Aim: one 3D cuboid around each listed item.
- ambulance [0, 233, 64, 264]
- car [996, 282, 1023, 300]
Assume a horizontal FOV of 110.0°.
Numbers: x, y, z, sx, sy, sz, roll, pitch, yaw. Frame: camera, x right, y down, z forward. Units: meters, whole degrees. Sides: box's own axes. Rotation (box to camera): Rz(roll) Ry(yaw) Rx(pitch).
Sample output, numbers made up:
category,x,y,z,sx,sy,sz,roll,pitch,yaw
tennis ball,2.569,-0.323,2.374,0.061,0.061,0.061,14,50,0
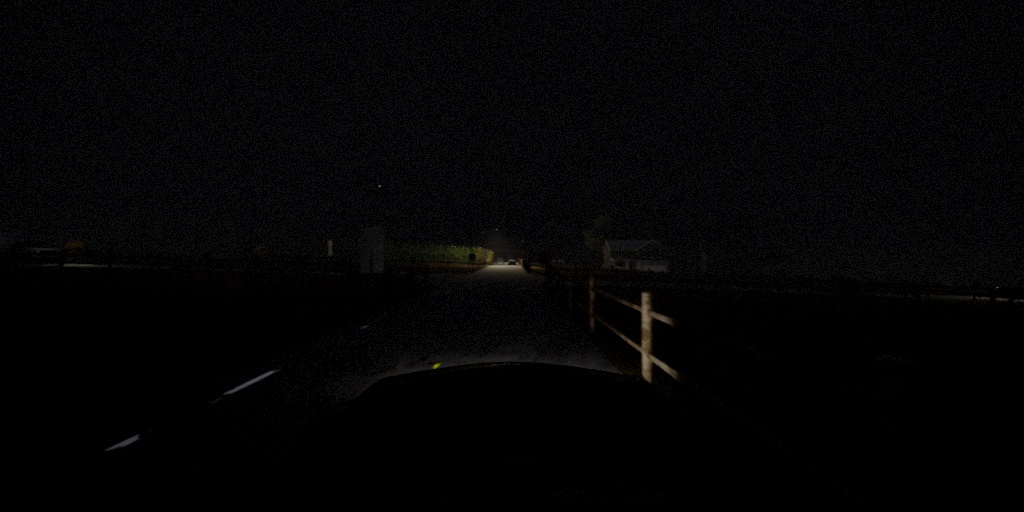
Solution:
category,x,y,z,sx,sy,sz,roll,pitch,yaw
ambulance,-42.185,-0.652,30.377,6.366,2.431,2.351,2,1,-1
car,49.267,3.254,34.358,4.553,1.767,2.097,3,1,-1
